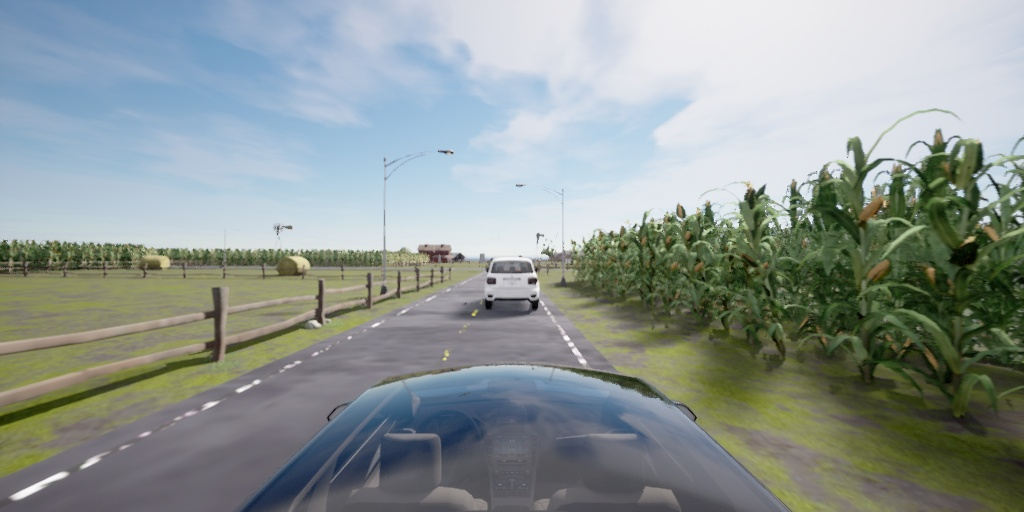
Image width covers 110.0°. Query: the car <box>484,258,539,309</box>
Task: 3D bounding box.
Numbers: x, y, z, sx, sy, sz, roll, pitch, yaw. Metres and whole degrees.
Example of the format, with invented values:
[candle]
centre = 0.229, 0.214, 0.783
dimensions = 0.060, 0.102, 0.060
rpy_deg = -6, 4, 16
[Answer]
[car]
centre = -0.002, 1.108, 15.885
dimensions = 2.150, 2.045, 5.566
rpy_deg = 0, 0, 0
